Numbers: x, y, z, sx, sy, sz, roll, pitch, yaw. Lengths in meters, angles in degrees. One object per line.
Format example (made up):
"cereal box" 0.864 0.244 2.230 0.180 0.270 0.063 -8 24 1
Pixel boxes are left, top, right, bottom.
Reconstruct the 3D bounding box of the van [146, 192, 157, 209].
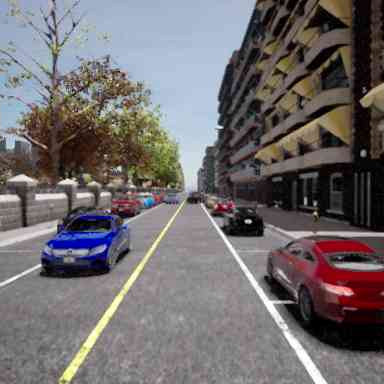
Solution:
"van" -5.696 1.067 40.482 1.690 1.788 3.998 0 0 0

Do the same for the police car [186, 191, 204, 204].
"police car" 0.437 1.067 54.434 1.930 1.638 5.238 0 0 12

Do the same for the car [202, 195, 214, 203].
"car" 2.682 1.190 57.378 1.947 1.339 4.313 0 0 0

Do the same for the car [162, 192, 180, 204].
"car" -3.081 1.007 52.283 2.097 1.767 4.553 0 0 0

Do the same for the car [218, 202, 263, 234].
"car" 2.687 1.438 17.965 1.947 1.339 4.313 0 0 0

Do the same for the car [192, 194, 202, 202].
"car" 0.892 1.090 64.136 1.837 1.490 4.892 0 0 0

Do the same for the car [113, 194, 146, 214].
"car" -5.694 1.112 29.222 2.192 1.841 5.009 0 0 0

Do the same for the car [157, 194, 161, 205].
"car" -5.697 1.274 46.114 1.802 1.307 4.206 0 0 0

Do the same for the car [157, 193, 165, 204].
"car" -5.698 1.203 51.744 1.887 1.381 4.507 0 0 0

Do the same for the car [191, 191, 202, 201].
"car" 0.891 0.776 70.165 2.150 2.045 5.566 0 0 0

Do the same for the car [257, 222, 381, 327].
"car" 2.689 1.533 6.705 1.802 1.307 4.206 0 0 0

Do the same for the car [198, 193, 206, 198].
"car" 2.677 0.985 91.158 1.887 1.381 4.507 0 0 0

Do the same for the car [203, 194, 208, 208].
"car" 2.685 1.250 40.655 1.752 1.417 4.829 0 0 0

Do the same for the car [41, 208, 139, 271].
"car" -3.101 1.449 10.721 1.812 1.442 4.674 0 0 0

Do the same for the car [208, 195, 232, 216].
"car" 2.686 1.237 29.224 1.967 1.590 4.097 0 0 0

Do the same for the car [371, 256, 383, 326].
"car" 2.689 1.431 1.073 1.967 1.590 4.097 0 0 0

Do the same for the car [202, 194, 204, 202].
"car" 2.683 1.273 46.116 1.802 1.307 4.206 0 0 0

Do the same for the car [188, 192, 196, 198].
"car" -0.011 0.744 88.706 1.882 1.535 5.008 0 0 0

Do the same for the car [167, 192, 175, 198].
"car" -5.703 0.881 91.156 1.967 1.590 4.097 0 0 0

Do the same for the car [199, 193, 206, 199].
"car" 2.679 1.013 85.527 1.887 1.381 4.507 0 0 0

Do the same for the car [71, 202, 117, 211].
"car" -5.693 1.438 17.964 1.947 1.339 4.313 0 0 0
